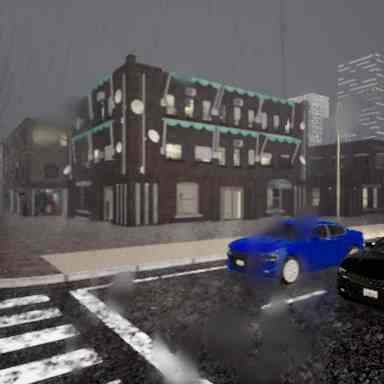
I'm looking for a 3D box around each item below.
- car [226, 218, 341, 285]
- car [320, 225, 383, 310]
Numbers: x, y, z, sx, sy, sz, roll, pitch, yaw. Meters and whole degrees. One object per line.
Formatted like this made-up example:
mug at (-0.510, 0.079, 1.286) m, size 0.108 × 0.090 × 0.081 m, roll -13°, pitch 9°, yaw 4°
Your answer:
car at (3.245, 1.566, 10.003) m, size 5.008 × 1.535 × 1.882 m, roll 1°, pitch 0°, yaw -36°
car at (5.235, 1.567, 7.422) m, size 5.008 × 1.535 × 1.882 m, roll 1°, pitch 0°, yaw -35°
